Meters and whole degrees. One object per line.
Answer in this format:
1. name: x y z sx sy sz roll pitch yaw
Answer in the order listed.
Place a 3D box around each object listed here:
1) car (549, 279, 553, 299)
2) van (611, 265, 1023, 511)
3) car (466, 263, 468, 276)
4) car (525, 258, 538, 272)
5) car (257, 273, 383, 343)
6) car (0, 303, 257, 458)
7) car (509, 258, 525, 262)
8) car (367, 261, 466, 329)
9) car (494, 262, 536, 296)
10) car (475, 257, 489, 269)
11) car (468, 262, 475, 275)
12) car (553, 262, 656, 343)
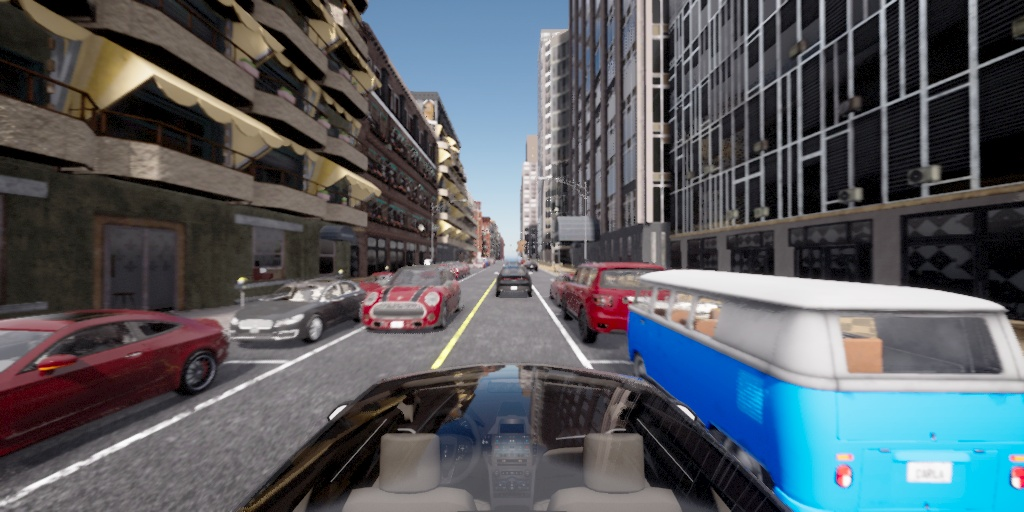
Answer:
1. car: 2.561 1.342 15.129 1.802 1.307 4.207 0 0 0
2. van: 2.565 1.093 4.058 1.690 1.789 3.998 0 0 0
3. car: -5.325 1.217 31.725 1.967 1.591 4.097 0 0 0
4. car: 2.550 1.371 48.342 1.948 1.339 4.313 0 0 0
5. car: -5.318 1.305 9.581 2.007 1.370 4.403 0 0 0
6. car: -5.316 1.333 4.045 1.802 1.307 4.207 0 0 0
7. car: 0.086 1.291 37.884 1.837 1.490 4.892 0 0 0
8. car: -2.853 1.108 11.155 2.097 1.767 4.553 0 0 0
9. car: 0.093 1.270 19.556 1.837 1.490 4.892 0 0 0
10. car: -5.334 1.270 59.403 1.967 1.591 4.097 0 0 0
11. car: -5.327 1.330 37.261 1.888 1.381 4.507 0 0 0
12. car: 2.563 1.070 9.593 2.192 1.841 5.009 0 0 0
